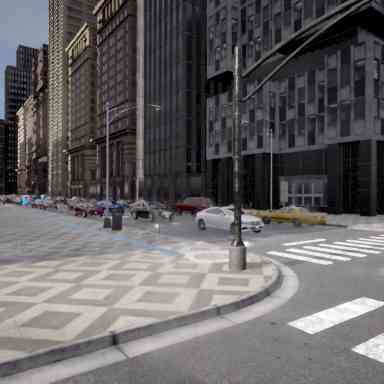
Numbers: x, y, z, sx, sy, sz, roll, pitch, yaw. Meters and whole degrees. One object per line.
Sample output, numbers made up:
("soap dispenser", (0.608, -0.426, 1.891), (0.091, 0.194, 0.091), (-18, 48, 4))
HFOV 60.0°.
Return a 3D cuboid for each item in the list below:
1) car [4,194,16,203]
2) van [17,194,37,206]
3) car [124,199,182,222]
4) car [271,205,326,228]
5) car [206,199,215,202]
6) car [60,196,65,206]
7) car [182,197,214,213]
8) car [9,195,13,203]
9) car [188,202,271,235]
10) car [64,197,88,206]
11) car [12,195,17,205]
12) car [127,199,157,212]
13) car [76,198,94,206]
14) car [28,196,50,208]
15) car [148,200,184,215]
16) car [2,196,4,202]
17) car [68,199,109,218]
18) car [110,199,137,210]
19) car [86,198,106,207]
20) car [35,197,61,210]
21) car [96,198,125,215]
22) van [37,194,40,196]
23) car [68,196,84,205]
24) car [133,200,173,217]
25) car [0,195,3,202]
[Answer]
("car", (-38.976, 1.527, 72.646), (2.192, 1.841, 5.009), (0, 0, -35))
("van", (-29.272, 1.503, 58.924), (1.690, 1.788, 3.998), (0, 0, -35))
("car", (-3.262, 1.547, 26.764), (2.128, 1.511, 4.902), (0, 0, -35))
("car", (6.692, 1.578, 22.836), (1.752, 1.417, 4.829), (0, 0, -35))
("car", (3.457, 1.593, 27.409), (1.752, 1.417, 4.829), (0, 0, -35))
("car", (-20.737, 1.764, 57.012), (1.895, 1.301, 4.718), (0, 0, -35))
("car", (0.321, 1.397, 31.844), (2.192, 1.841, 5.009), (0, 0, -35))
("car", (-35.741, 1.777, 68.071), (1.802, 1.307, 4.206), (0, 0, -35))
("car", (2.023, 1.557, 19.251), (1.812, 1.442, 4.674), (0, 0, -37))
("car", (-14.392, 1.672, 42.562), (1.994, 1.385, 4.181), (0, 0, -37))
("car", (-32.408, 1.703, 63.359), (1.752, 1.417, 4.829), (0, 0, -35))
("car", (-6.246, 1.638, 41.130), (1.752, 1.417, 4.829), (0, 0, -35))
("car", (-19.086, 1.758, 59.285), (1.802, 1.307, 4.206), (0, 0, -35))
("car", (-22.802, 1.711, 49.775), (1.802, 1.307, 4.206), (0, 0, -35))
("car", (-2.913, 1.642, 36.417), (1.887, 1.381, 4.507), (0, 0, -35))
("car", (-42.211, 1.811, 77.219), (1.802, 1.307, 4.206), (0, 0, -35))
("car", (-9.864, 1.611, 31.481), (1.887, 1.381, 4.507), (0, 0, -35))
("car", (-9.383, 1.679, 45.565), (2.008, 1.369, 4.403), (0, 0, -35))
("car", (-15.851, 1.726, 54.712), (1.947, 1.339, 4.313), (0, 0, -35))
("car", (-19.568, 1.695, 45.202), (1.802, 1.307, 4.206), (0, 0, -35))
("car", (-8.705, 1.559, 34.473), (1.882, 1.535, 5.008), (0, 0, -35))
("van", (-38.494, 1.619, 86.727), (1.690, 1.788, 3.998), (0, 0, -35))
("car", (-22.320, 1.633, 63.859), (1.967, 1.590, 4.097), (0, 0, -35))
("car", (-4.034, 1.588, 33.393), (1.837, 1.490, 4.892), (0, 0, -35))
("car", (-45.445, 1.687, 81.793), (1.967, 1.590, 4.097), (0, 0, -35))
